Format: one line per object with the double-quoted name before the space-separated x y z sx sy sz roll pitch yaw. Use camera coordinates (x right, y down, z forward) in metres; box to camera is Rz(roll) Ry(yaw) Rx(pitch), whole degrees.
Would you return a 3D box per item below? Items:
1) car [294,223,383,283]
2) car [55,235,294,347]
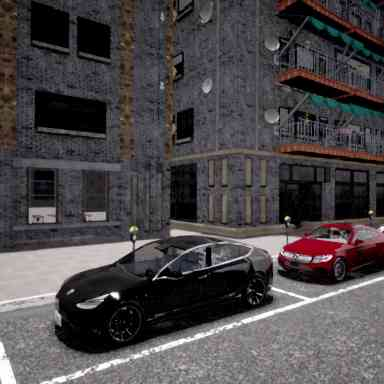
"car" 4.316 1.585 9.675 4.206 1.307 1.802 0 0 -36
"car" -0.280 1.566 6.368 4.313 1.339 1.947 0 0 -36
